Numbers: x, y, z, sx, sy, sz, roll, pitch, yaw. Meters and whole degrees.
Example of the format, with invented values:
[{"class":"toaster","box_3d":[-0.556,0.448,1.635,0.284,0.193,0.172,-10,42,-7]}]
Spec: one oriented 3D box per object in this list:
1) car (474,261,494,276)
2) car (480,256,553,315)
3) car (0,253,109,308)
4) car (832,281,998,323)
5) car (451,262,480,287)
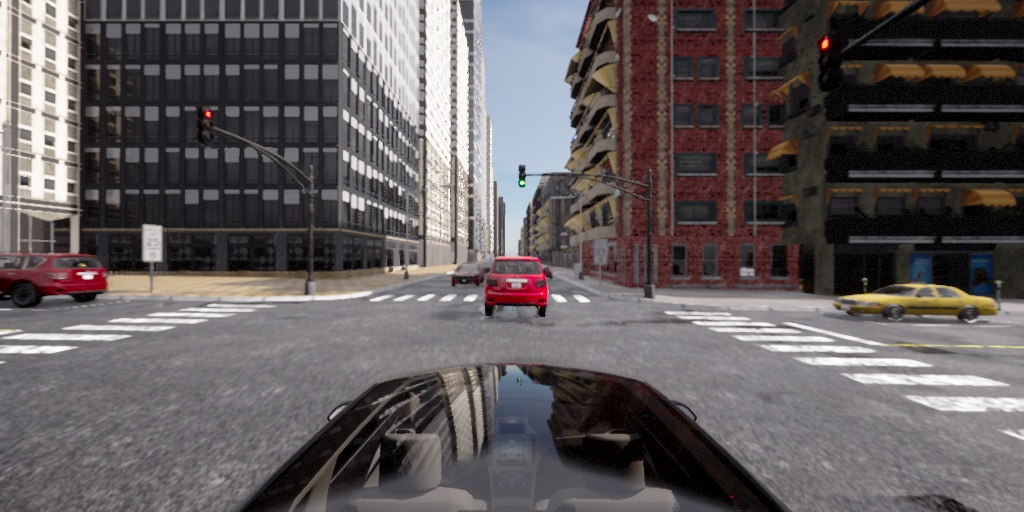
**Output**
[{"class":"car","box_3d":[-3.082,1.348,40.150,1.837,1.490,4.892,0,0,0]},{"class":"car","box_3d":[0.139,1.039,14.086,2.150,2.045,5.566,1,0,0]},{"class":"car","box_3d":[-17.707,0.799,12.895,5.009,1.841,2.192,0,0,0]},{"class":"car","box_3d":[14.633,1.611,13.168,4.829,1.417,1.751,0,0,0]},{"class":"car","box_3d":[-3.093,1.284,25.662,1.882,1.535,5.008,0,1,0]}]
